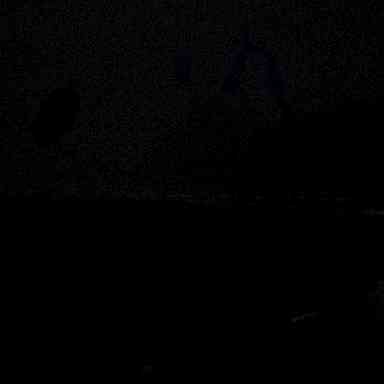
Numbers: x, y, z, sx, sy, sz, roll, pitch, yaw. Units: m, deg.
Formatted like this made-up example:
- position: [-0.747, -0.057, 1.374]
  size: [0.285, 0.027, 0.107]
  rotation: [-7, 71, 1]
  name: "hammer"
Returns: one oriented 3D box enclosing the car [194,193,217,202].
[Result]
- position: [2.340, 1.020, 59.105]
  size: [2.128, 1.511, 4.902]
  rotation: [-1, 1, -36]
  name: "car"
